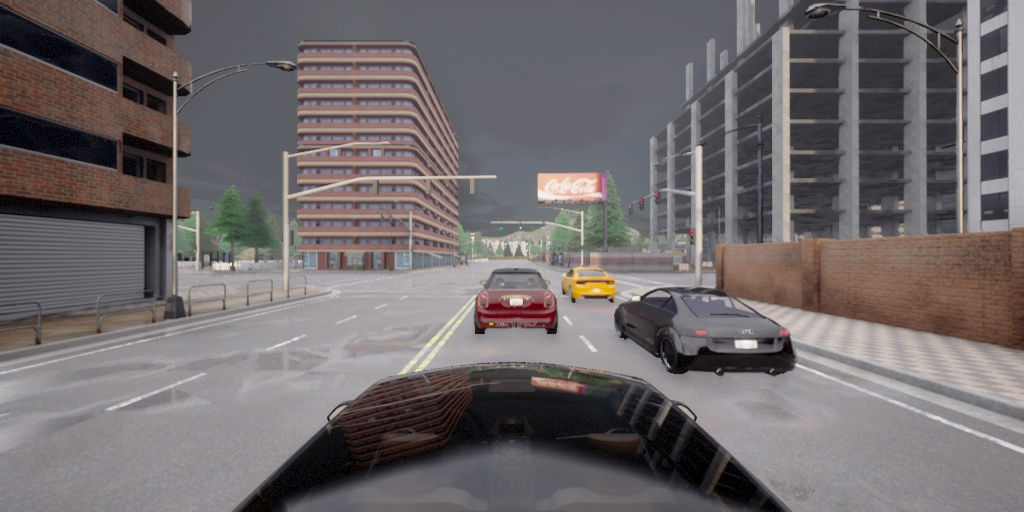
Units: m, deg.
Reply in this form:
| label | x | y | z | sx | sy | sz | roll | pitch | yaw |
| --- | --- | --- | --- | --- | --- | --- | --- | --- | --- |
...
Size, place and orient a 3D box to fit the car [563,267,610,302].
| label | x | y | z | sx | sy | sz | roll | pitch | yaw |
| --- | --- | --- | --- | --- | --- | --- | --- | --- | --- |
| car | 3.537 | 1.269 | 17.247 | 1.882 | 1.535 | 5.008 | 0 | 0 | 1 |

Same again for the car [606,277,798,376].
| label | x | y | z | sx | sy | sz | roll | pitch | yaw |
| --- | --- | --- | --- | --- | --- | --- | --- | --- | --- |
| car | 3.598 | 1.330 | 7.519 | 1.994 | 1.385 | 4.181 | 0 | 0 | 0 |

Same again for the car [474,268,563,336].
| label | x | y | z | sx | sy | sz | roll | pitch | yaw |
| --- | --- | --- | --- | --- | --- | --- | --- | --- | --- |
| car | 0.100 | 1.125 | 10.688 | 2.097 | 1.767 | 4.553 | 0 | 0 | 0 |
